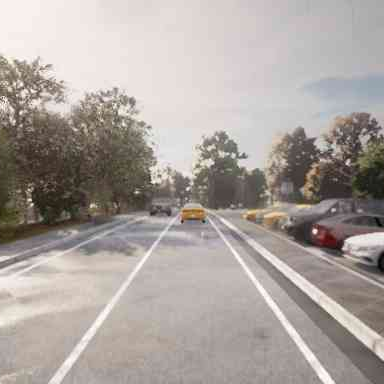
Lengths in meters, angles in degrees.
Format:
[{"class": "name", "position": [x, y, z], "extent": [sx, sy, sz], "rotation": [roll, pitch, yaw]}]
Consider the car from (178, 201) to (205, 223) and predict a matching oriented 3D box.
[{"class": "car", "position": [0.085, 1.711, 28.003], "extent": [1.882, 1.535, 5.008], "rotation": [0, -1, 0]}]

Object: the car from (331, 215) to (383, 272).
[{"class": "car", "position": [7.074, 1.571, 10.122], "extent": [4.674, 1.452, 2.002], "rotation": [0, 0, 0]}]

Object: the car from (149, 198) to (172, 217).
[{"class": "car", "position": [-3.361, 1.640, 36.885], "extent": [2.150, 2.045, 5.566], "rotation": [0, -1, 0]}]

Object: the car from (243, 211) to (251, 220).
[{"class": "car", "position": [6.889, 1.667, 26.763], "extent": [5.366, 1.575, 1.946], "rotation": [0, -1, 0]}]

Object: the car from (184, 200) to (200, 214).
[{"class": "car", "position": [0.047, 1.986, 44.761], "extent": [2.097, 1.767, 4.553], "rotation": [0, -2, 0]}]

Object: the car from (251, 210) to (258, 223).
[{"class": "car", "position": [7.079, 1.632, 23.995], "extent": [4.892, 1.521, 2.231], "rotation": [0, -1, 0]}]

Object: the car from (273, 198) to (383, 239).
[{"class": "car", "position": [7.044, 1.310, 15.676], "extent": [5.566, 2.045, 2.435], "rotation": [0, 0, 0]}]

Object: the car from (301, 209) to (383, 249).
[{"class": "car", "position": [7.101, 1.575, 12.898], "extent": [4.792, 1.488, 2.163], "rotation": [0, 0, 0]}]

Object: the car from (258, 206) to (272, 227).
[{"class": "car", "position": [7.080, 1.601, 21.223], "extent": [5.008, 1.535, 2.097], "rotation": [0, 0, 0]}]
